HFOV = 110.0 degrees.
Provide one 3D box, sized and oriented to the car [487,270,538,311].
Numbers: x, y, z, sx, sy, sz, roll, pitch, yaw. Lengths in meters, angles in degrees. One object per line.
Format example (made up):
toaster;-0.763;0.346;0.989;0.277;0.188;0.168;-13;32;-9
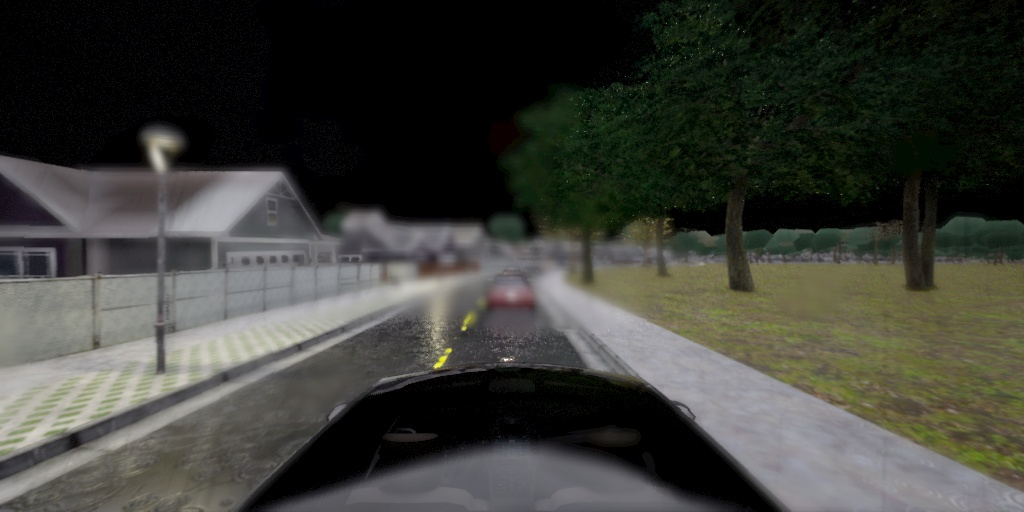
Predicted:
car;0.016;1.458;15.278;1.994;1.385;4.181;0;-1;1

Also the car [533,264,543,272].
car;3.947;2.083;61.856;2.033;1.411;5.357;0;-1;19

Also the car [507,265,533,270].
car;0.419;1.599;30.303;2.128;1.511;4.902;0;-1;5
